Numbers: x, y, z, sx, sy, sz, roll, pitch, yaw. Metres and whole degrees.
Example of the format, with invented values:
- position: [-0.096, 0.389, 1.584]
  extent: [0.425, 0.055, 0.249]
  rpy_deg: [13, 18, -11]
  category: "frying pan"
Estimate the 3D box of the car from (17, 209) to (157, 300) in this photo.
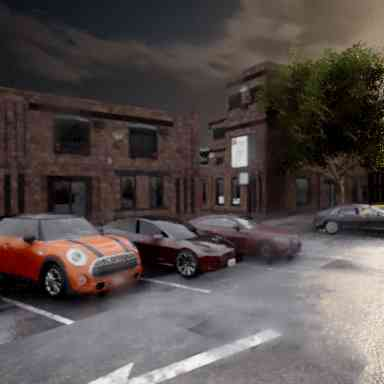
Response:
- position: [-3.413, 1.350, 8.461]
  extent: [4.553, 1.767, 2.185]
  rpy_deg: [-1, -1, 35]
  category: "car"

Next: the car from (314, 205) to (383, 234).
- position: [8.857, 1.410, 17.111]
  extent: [4.892, 1.521, 2.231]
  rpy_deg: [-1, -1, 35]
  category: "car"

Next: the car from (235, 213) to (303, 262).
- position: [1.516, 1.487, 11.904]
  extent: [4.674, 1.452, 2.002]
  rpy_deg: [-1, -1, 35]
  category: "car"

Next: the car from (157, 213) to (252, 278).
- position: [-0.910, 1.490, 10.153]
  extent: [4.792, 1.488, 2.163]
  rpy_deg: [-1, -1, 35]
  category: "car"

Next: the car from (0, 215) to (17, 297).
- position: [-5.866, 1.366, 6.732]
  extent: [4.553, 1.767, 2.185]
  rpy_deg: [-1, -1, 35]
  category: "car"
